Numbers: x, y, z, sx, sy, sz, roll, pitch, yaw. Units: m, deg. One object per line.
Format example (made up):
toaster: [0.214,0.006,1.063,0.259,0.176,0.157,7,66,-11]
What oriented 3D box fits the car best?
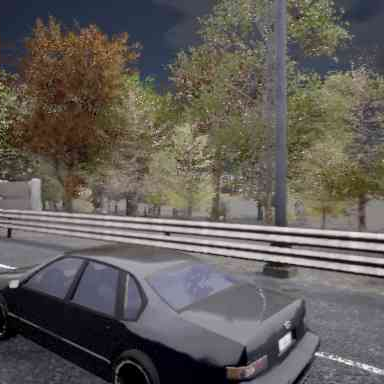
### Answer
car: [-1.091,1.487,4.731,5.357,1.411,2.033,0,0,37]
